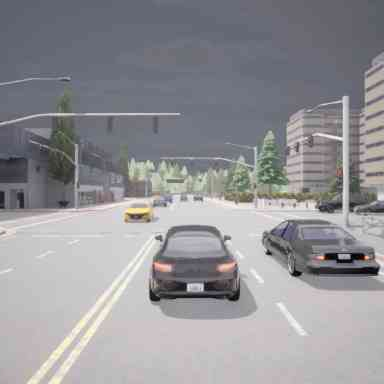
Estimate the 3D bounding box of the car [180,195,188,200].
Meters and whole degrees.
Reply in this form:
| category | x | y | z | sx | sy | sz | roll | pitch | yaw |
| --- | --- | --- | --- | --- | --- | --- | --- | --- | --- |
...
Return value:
| category | x | y | z | sx | sy | sz | roll | pitch | yaw |
| --- | --- | --- | --- | --- | --- | --- | --- | --- | --- |
| car | -2.197 | 1.467 | 88.737 | 1.994 | 1.385 | 4.181 | 0 | 0 | -1 |

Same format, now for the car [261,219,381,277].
| category | x | y | z | sx | sy | sz | roll | pitch | yaw |
| --- | --- | --- | --- | --- | --- | --- | --- | --- | --- |
| car | 3.533 | 1.547 | 10.240 | 2.033 | 1.411 | 5.357 | 0 | 0 | 0 |

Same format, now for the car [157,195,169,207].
| category | x | y | z | sx | sy | sz | roll | pitch | yaw |
| --- | --- | --- | --- | --- | --- | --- | --- | --- | --- |
| car | -4.783 | 1.526 | 50.408 | 1.812 | 1.442 | 4.674 | 0 | 0 | -2 |

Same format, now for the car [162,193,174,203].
| category | x | y | z | sx | sy | sz | roll | pitch | yaw |
| --- | --- | --- | --- | --- | --- | --- | --- | --- | --- |
| car | -5.143 | 1.224 | 66.780 | 2.150 | 2.045 | 5.566 | 0 | 0 | -1 |

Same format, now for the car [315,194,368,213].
| category | x | y | z | sx | sy | sz | roll | pitch | yaw |
| --- | --- | --- | --- | --- | --- | --- | --- | --- | --- |
| car | 16.284 | 1.222 | 35.967 | 5.566 | 2.045 | 2.150 | 0 | 0 | -2 |

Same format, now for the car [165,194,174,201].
| category | x | y | z | sx | sy | sz | roll | pitch | yaw |
| --- | --- | --- | --- | --- | --- | --- | --- | --- | --- |
| car | -5.510 | 1.337 | 81.433 | 1.837 | 1.490 | 4.892 | 0 | 0 | -1 |

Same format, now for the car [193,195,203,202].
| category | x | y | z | sx | sy | sz | roll | pitch | yaw |
| --- | --- | --- | --- | --- | --- | --- | --- | --- | --- |
| car | 1.565 | 1.478 | 78.672 | 1.882 | 1.535 | 5.008 | 0 | 0 | -1 |

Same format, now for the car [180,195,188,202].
| category | x | y | z | sx | sy | sz | roll | pitch | yaw |
| --- | --- | --- | --- | --- | --- | --- | --- | --- | --- |
| car | -1.922 | 1.533 | 78.102 | 2.033 | 1.411 | 5.357 | 0 | 0 | -1 |

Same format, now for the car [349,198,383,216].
| category | x | y | z | sx | sy | sz | roll | pitch | yaw |
| --- | --- | --- | --- | --- | --- | --- | --- | --- | --- |
| car | 18.220 | 1.526 | 32.499 | 4.674 | 1.442 | 1.812 | 0 | 0 | -2 |

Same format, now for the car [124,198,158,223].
| category | x | y | z | sx | sy | sz | roll | pitch | yaw |
| --- | --- | --- | --- | --- | --- | --- | --- | --- | --- |
| car | -4.001 | 1.477 | 25.797 | 1.882 | 1.535 | 5.008 | 0 | 0 | -2 |

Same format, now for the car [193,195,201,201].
| category | x | y | z | sx | sy | sz | roll | pitch | yaw |
| --- | --- | --- | --- | --- | --- | --- | --- | --- | --- |
| car | 1.302 | 1.500 | 88.810 | 1.837 | 1.490 | 4.892 | 0 | 0 | -1 |

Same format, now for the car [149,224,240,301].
| category | x | y | z | sx | sy | sz | roll | pitch | yaw |
| --- | --- | --- | --- | --- | --- | --- | --- | --- | --- |
| car | 0.035 | 1.526 | 8.182 | 1.812 | 1.442 | 4.674 | 0 | 0 | -1 |
